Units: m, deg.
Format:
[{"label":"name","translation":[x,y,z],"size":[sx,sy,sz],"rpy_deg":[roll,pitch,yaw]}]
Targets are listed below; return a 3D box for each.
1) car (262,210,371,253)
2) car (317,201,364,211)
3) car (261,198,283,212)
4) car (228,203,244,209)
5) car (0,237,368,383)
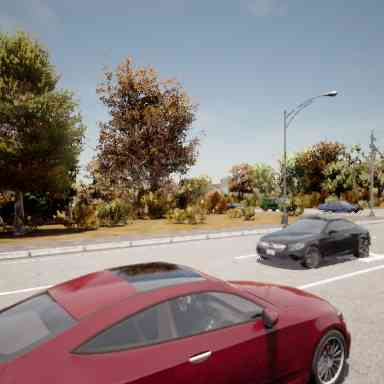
[{"label":"car","translation":[4.253,1.542,11.263],"size":[4.674,1.442,1.812],"rpy_deg":[0,0,-35]},{"label":"car","translation":[18.042,1.840,40.667],"size":[2.033,1.411,5.357],"rpy_deg":[0,-2,-32]},{"label":"car","translation":[12.632,1.893,49.319],"size":[2.150,2.045,5.566],"rpy_deg":[0,-3,-32]},{"label":"car","translation":[7.249,2.682,57.944],"size":[2.128,1.511,4.902],"rpy_deg":[0,-3,-32]},{"label":"car","translation":[-0.209,1.527,3.595],"size":[4.674,1.442,1.812],"rpy_deg":[0,0,-35]}]
